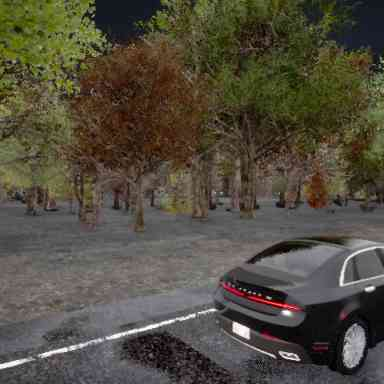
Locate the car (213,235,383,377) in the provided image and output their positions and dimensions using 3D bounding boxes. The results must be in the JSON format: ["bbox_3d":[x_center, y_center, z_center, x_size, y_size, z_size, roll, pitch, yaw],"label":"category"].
[{"bbox_3d":[2.585,1.505,5.604,4.892,1.490,1.837,0,0,-36],"label":"car"}]
